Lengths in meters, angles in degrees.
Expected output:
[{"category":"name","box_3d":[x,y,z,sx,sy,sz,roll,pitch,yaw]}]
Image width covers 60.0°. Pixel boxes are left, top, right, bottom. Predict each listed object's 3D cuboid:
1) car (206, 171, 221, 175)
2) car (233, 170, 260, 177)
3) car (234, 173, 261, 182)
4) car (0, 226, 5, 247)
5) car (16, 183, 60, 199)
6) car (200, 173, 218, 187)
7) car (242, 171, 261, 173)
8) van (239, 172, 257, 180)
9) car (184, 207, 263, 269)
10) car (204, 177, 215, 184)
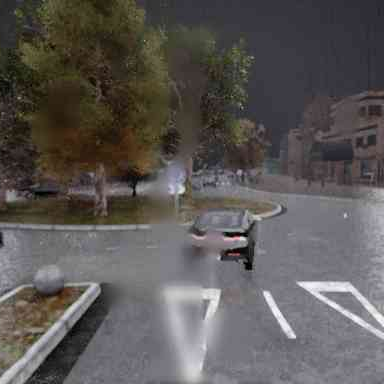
[{"category":"car","box_3d":[4.892,-3.286,76.494,2.097,1.767,4.553,1,5,9]},{"category":"car","box_3d":[13.254,-3.658,79.330,5.566,2.045,2.435,1,5,9]},{"category":"car","box_3d":[11.956,-2.763,71.221,4.892,1.521,2.231,1,5,9]},{"category":"car","box_3d":[-8.361,1.203,10.472,4.902,1.511,2.128,1,3,13]},{"category":"car","box_3d":[-15.530,-0.141,34.431,2.128,1.511,4.902,2,4,42]},{"category":"car","box_3d":[2.961,-1.817,57.477,2.097,1.767,4.553,0,4,0]},{"category":"car","box_3d":[12.416,-3.103,73.919,4.553,1.767,2.185,1,5,9]},{"category":"van","box_3d":[14.699,-4.279,87.229,4.442,1.987,1.878,1,5,11]},{"category":"car","box_3d":[1.089,1.212,10.345,2.128,1.511,4.902,1,3,13]},{"category":"car","box_3d":[3.585,-2.366,67.431,1.994,1.385,4.181,0,4,8]}]
